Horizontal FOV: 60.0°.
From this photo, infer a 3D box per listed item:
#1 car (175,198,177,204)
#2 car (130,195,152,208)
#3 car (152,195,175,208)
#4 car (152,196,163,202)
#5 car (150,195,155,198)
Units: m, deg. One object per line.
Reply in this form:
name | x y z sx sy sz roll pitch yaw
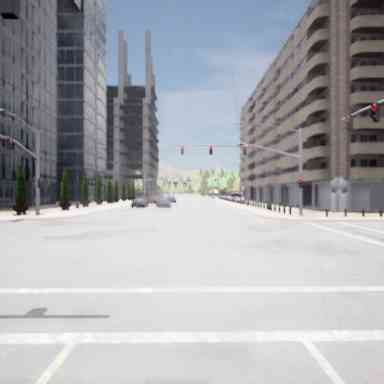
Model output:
car | -4.039 1.504 64.901 1.812 1.442 4.674 0 0 0
car | -7.366 1.532 47.033 2.033 1.411 5.357 0 0 0
car | -3.963 1.532 47.032 2.033 1.411 5.357 0 0 0
car | -7.581 1.514 73.946 2.033 1.411 5.357 0 0 0
car | -7.545 1.331 62.414 2.097 1.767 4.553 0 0 0
